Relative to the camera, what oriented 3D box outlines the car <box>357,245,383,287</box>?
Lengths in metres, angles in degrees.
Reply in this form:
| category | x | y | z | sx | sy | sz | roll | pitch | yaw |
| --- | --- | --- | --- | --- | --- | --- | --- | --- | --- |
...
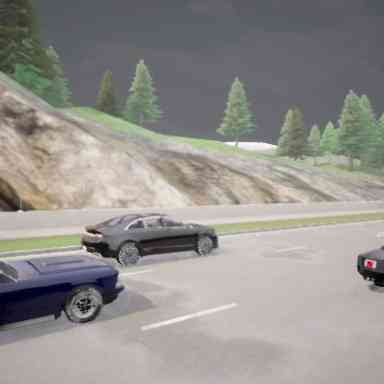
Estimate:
| category | x | y | z | sx | sy | sz | roll | pitch | yaw |
| --- | --- | --- | --- | --- | --- | --- | --- | --- | --- |
| car | 6.069 | 1.596 | 8.024 | 4.718 | 1.301 | 1.895 | 0 | 0 | -35 |

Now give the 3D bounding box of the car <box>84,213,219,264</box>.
| category | x | y | z | sx | sy | sz | roll | pitch | yaw |
| --- | --- | --- | --- | --- | --- | --- | --- | --- | --- |
| car | -1.260 | 1.477 | 11.403 | 4.902 | 1.511 | 2.128 | 0 | 0 | -35 |

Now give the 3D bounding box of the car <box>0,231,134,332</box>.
| category | x | y | z | sx | sy | sz | roll | pitch | yaw |
| --- | --- | --- | --- | --- | --- | --- | --- | --- | --- |
| car | -3.571 | 1.591 | 5.435 | 4.718 | 1.301 | 1.895 | 0 | 0 | -36 |
